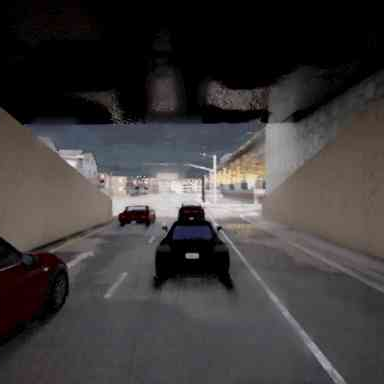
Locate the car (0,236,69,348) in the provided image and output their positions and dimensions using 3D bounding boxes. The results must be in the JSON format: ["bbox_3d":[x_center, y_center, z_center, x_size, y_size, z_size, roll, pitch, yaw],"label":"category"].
[{"bbox_3d":[-3.482,1.338,4.709,2.097,1.767,4.553,0,0,1],"label":"car"}]

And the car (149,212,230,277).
[{"bbox_3d":[0.009,1.528,10.188,1.994,1.385,4.181,0,0,0],"label":"car"}]

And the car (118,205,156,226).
[{"bbox_3d":[-3.538,1.524,22.336,1.895,1.301,4.718,0,0,0],"label":"car"}]

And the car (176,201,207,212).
[{"bbox_3d":[-0.044,1.421,23.365,1.837,1.490,4.892,0,0,-1],"label":"car"}]
